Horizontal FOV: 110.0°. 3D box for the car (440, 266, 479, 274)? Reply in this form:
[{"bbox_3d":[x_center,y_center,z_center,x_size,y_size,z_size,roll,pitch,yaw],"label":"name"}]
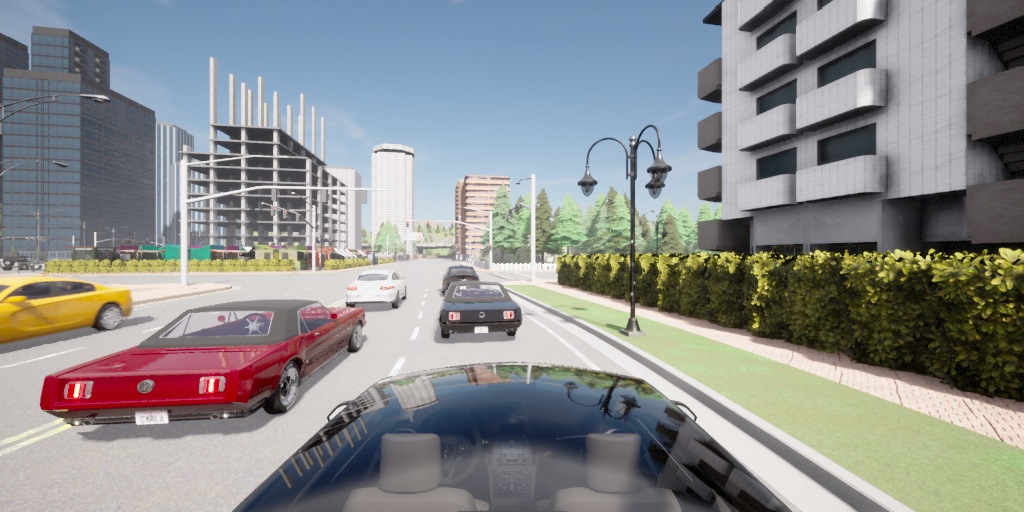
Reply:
[{"bbox_3d":[-2.788,1.255,19.248,1.837,1.490,4.892,0,0,-12],"label":"car"}]

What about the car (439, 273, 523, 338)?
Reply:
[{"bbox_3d":[-1.038,1.351,10.157,1.895,1.301,4.718,0,0,-9],"label":"car"}]

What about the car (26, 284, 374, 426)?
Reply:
[{"bbox_3d":[-3.909,1.351,5.846,1.895,1.301,4.718,0,0,-7],"label":"car"}]

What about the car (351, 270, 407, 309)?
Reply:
[{"bbox_3d":[-5.447,1.276,14.730,1.812,1.442,4.674,0,0,-11],"label":"car"}]

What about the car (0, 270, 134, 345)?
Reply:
[{"bbox_3d":[-11.399,1.227,8.017,1.882,1.535,5.008,0,0,-9],"label":"car"}]
